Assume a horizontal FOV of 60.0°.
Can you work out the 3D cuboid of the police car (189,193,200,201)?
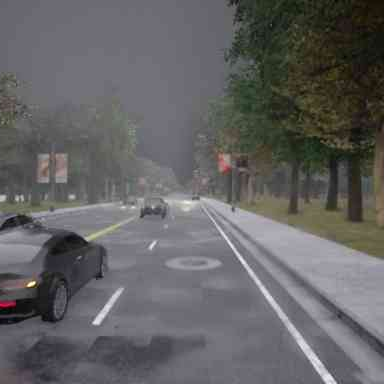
[{"bbox_3d":[0.940,1.360,81.232,1.930,1.638,5.238,0,0,0],"label":"police car"}]

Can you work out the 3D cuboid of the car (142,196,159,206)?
[{"bbox_3d":[-6.570,1.393,52.842,2.128,1.511,4.902,0,0,0],"label":"car"}]

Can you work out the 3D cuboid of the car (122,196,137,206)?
[{"bbox_3d":[-9.818,1.406,52.834,1.837,1.490,4.892,0,0,0],"label":"car"}]

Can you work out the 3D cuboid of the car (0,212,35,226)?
[{"bbox_3d":[-6.599,1.466,10.982,1.837,1.490,4.892,0,0,0],"label":"car"}]

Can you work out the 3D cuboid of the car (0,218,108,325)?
[{"bbox_3d":[-3.152,1.500,7.000,1.812,1.442,4.674,0,0,0],"label":"car"}]

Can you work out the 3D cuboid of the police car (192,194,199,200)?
[{"bbox_3d":[0.897,1.389,91.244,1.930,1.638,5.238,0,0,0],"label":"police car"}]

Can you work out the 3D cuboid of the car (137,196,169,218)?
[{"bbox_3d":[-3.154,1.270,28.992,2.097,1.767,4.553,0,0,0],"label":"car"}]
